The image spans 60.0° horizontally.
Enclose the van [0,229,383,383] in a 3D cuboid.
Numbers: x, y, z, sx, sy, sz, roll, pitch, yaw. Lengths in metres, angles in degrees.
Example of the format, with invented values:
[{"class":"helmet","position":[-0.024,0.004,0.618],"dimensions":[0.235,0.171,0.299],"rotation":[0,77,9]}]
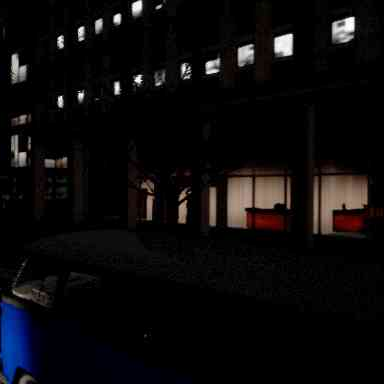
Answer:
[{"class":"van","position":[-0.136,1.328,2.969],"dimensions":[3.998,1.788,1.690],"rotation":[1,0,35]}]
